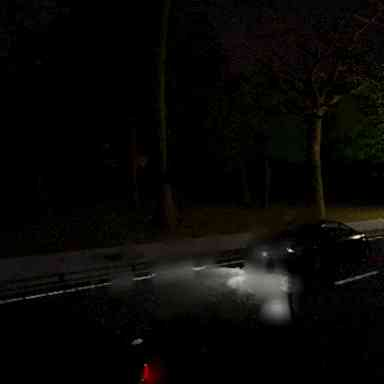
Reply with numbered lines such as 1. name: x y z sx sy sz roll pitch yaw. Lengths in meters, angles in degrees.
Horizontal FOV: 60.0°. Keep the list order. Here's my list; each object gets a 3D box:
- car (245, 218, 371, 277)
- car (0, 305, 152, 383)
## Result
1. car: 3.630 1.532 10.227 4.181 1.385 1.994 0 0 -35
2. car: -2.293 1.567 2.045 4.181 1.385 1.994 0 0 -35
